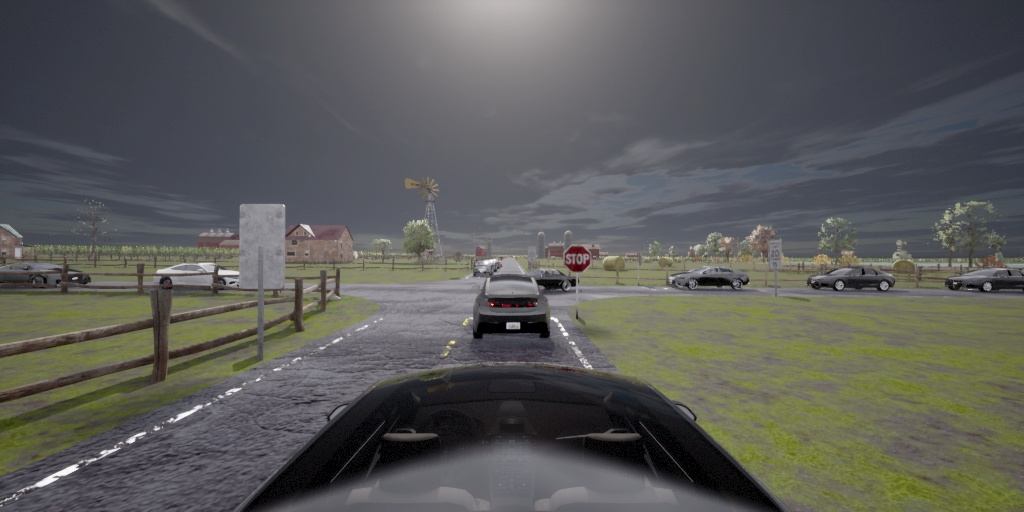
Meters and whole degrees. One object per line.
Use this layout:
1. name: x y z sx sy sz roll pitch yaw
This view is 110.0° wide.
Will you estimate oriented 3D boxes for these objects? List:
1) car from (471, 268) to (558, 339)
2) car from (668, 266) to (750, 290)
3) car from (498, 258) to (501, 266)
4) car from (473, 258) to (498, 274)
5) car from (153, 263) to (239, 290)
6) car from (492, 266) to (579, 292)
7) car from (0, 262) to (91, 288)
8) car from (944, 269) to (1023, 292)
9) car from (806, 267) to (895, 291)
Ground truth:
1. car: -0.078 1.256 10.139 1.837 1.490 4.892 0 0 -2
2. car: 12.788 1.396 23.419 4.902 1.511 2.128 1 -1 -2
3. car: -2.872 1.241 46.270 2.128 1.511 4.902 0 0 0
4. car: -2.875 1.243 36.825 2.128 1.511 4.902 0 0 0
5. car: -17.252 1.104 20.088 4.674 1.442 1.812 1 -1 -1
6. car: 1.491 1.369 20.186 4.718 1.301 1.895 1 0 -35
7. car: -26.372 1.048 19.962 4.181 1.385 1.994 1 -1 -1
8. car: 31.692 1.587 23.720 4.892 1.490 1.837 1 -1 -1
9. car: 22.190 1.499 23.595 4.892 1.490 1.837 1 -1 -1
